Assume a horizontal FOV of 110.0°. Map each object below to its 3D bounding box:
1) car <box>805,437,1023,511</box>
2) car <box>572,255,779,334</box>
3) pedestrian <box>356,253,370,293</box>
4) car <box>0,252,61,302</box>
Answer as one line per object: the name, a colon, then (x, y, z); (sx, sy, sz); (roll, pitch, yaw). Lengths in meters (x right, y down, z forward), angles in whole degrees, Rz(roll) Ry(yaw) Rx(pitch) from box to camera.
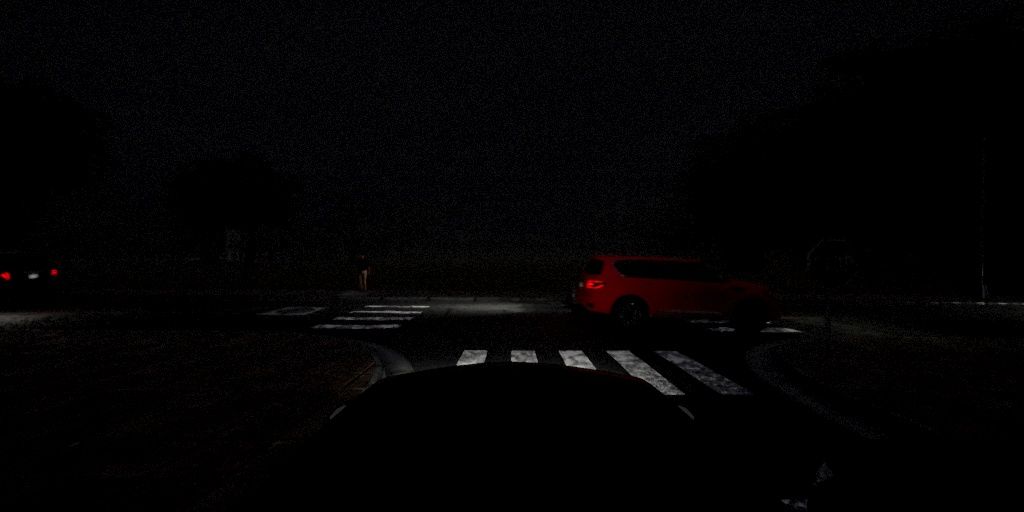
car: (2.639, 1.301, 0.391); (2.007, 1.370, 4.403); (0, 0, 0)
car: (4.747, 1.026, 10.753); (5.566, 2.045, 2.150); (2, 1, 0)
pedestrian: (-6.895, 0.757, 16.561); (0.375, 1.860, 0.375); (0, 1, 0)
car: (-20.863, 0.853, 13.630); (5.566, 2.045, 2.150); (0, 1, 0)
